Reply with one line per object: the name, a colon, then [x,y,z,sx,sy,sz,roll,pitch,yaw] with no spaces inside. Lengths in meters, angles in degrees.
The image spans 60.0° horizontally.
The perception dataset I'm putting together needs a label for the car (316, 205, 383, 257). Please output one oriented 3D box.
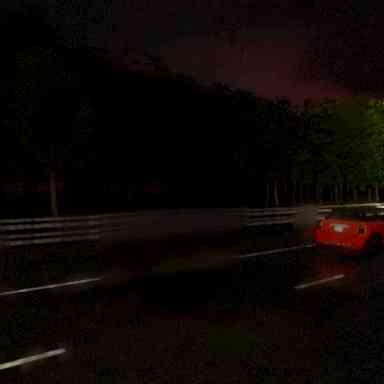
car: [7.002,1.350,13.179,4.553,1.767,2.097,0,0,-35]
